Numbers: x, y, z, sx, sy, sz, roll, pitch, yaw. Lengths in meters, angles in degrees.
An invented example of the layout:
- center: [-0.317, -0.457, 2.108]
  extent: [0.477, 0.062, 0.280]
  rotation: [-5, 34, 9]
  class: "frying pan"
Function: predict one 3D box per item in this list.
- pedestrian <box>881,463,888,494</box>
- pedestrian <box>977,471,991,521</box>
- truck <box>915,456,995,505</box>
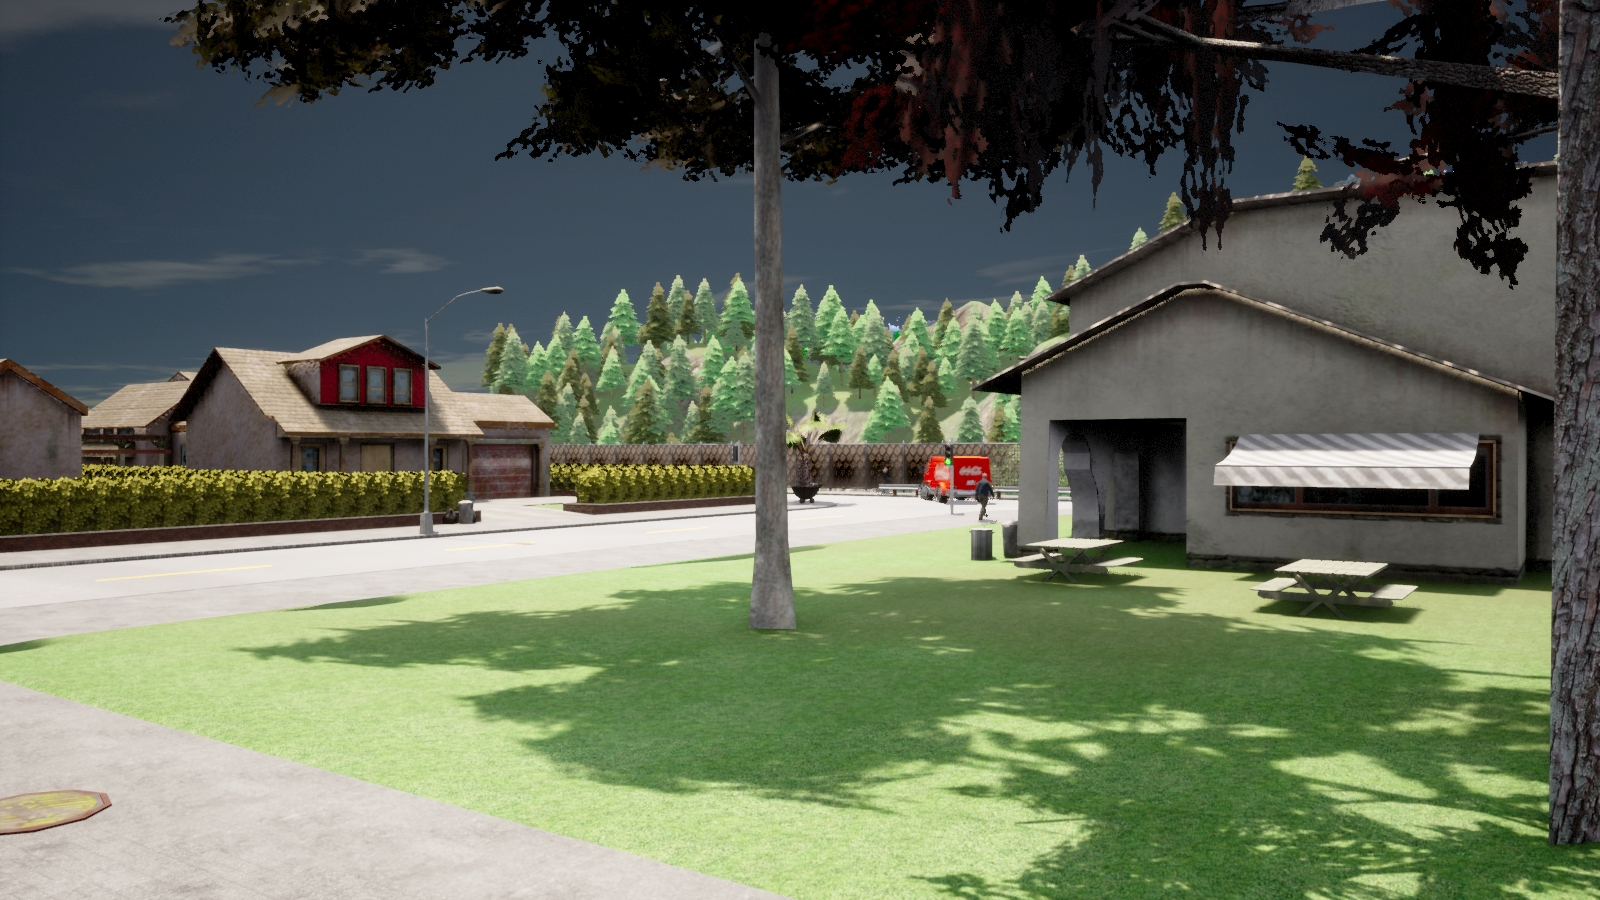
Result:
- center: [5.158, 1.745, 69.545]
  extent: [0.375, 1.860, 0.375]
  rotation: [0, 0, -1]
  class: "pedestrian"
- center: [6.937, 1.737, 43.049]
  extent: [0.375, 1.860, 0.375]
  rotation: [0, 0, 34]
  class: "pedestrian"
- center: [8.252, 1.569, 61.498]
  extent: [2.627, 2.467, 5.204]
  rotation: [0, 0, -13]
  class: "truck"
